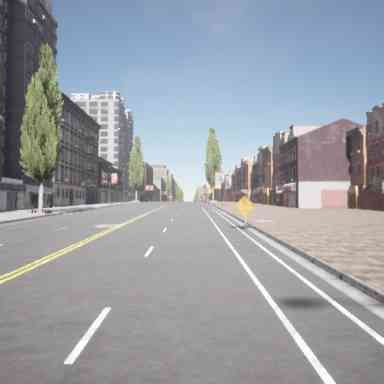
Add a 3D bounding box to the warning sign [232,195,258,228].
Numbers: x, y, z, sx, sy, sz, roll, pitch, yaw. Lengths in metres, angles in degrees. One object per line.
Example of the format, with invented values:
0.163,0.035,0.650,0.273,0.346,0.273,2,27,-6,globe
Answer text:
3.191,1.151,20.061,1.300,1.860,1.060,-2,-2,0,warning sign
